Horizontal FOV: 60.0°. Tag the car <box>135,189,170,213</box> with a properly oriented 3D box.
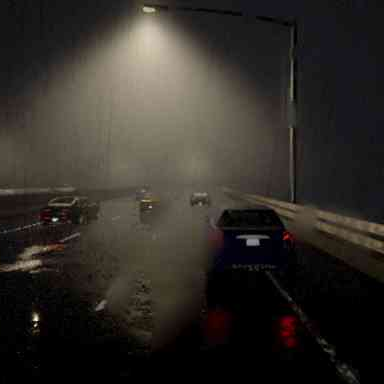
[{"bbox_3d":[-2.800,0.766,25.679,2.128,1.511,4.902,0,2,2],"label":"car"}]

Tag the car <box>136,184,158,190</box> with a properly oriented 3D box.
[{"bbox_3d":[-5.714,0.036,42.394,2.150,2.045,5.566,0,2,2],"label":"car"}]

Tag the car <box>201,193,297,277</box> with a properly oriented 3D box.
[{"bbox_3d":[1.399,1.077,9.509,2.097,1.767,4.553,0,2,1],"label":"car"}]

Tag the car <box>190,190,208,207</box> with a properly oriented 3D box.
[{"bbox_3d":[0.848,0.697,32.025,1.895,1.301,4.718,0,2,3],"label":"car"}]

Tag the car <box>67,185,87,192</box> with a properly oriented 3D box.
[{"bbox_3d":[-19.204,-0.076,57.354,1.837,1.490,4.892,0,2,3],"label":"car"}]

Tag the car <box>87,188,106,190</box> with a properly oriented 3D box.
[{"bbox_3d":[-15.709,-0.030,57.183,2.033,1.411,5.357,0,2,3],"label":"car"}]

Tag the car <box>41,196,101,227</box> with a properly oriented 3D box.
[{"bbox_3d":[-6.512,0.985,18.379,1.837,1.490,4.892,0,2,2],"label":"car"}]

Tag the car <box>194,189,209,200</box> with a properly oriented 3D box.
[{"bbox_3d":[1.349,0.318,45.878,1.895,1.301,4.718,0,2,3],"label":"car"}]

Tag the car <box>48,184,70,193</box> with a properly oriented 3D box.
[{"bbox_3d":[-22.697,-0.360,57.474,2.150,2.045,5.566,0,2,3],"label":"car"}]
